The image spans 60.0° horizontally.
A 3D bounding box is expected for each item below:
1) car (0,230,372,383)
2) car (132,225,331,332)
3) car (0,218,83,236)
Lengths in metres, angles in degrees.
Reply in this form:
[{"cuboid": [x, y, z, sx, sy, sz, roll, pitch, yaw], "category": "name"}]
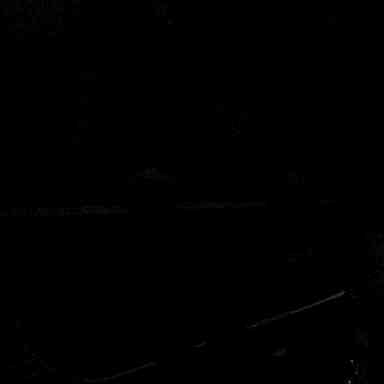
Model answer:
[{"cuboid": [-0.330, 1.352, 3.142, 4.553, 1.767, 2.097, 0, 0, -35], "category": "car"}, {"cuboid": [1.015, 1.582, 7.273, 4.206, 1.307, 1.802, 0, 0, -35], "category": "car"}, {"cuboid": [-3.615, 1.315, 3.979, 5.009, 1.841, 2.192, 0, 0, -35], "category": "car"}]
